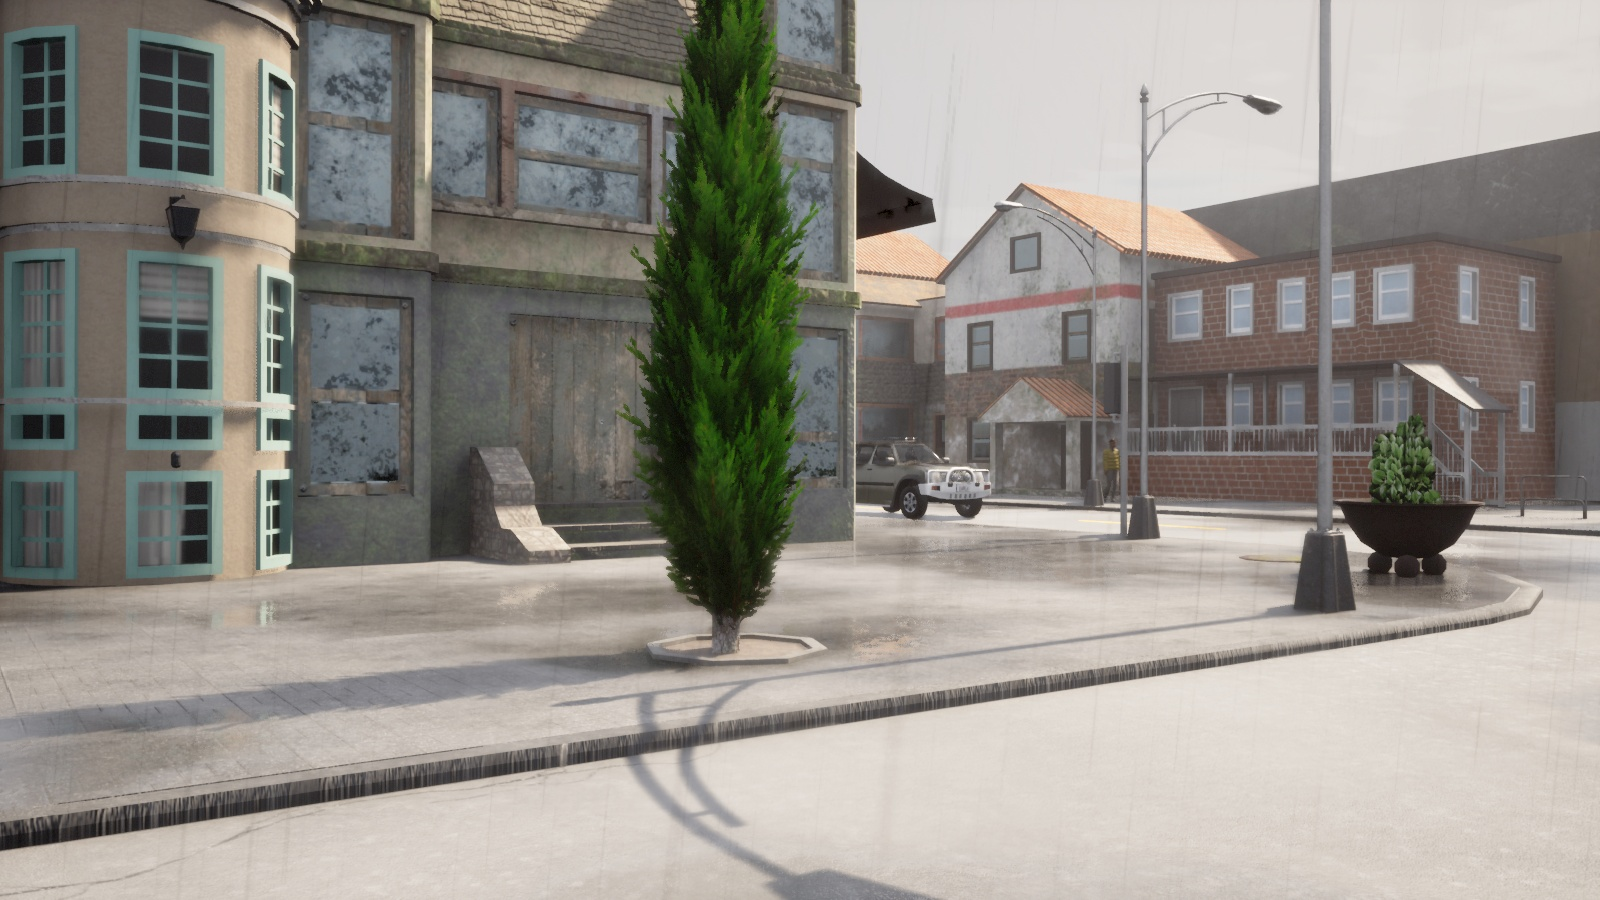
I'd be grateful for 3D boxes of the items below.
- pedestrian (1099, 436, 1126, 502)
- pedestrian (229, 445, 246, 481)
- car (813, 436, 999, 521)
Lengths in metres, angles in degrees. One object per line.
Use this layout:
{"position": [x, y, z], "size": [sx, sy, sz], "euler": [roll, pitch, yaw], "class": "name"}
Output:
{"position": [8.716, 0.522, 35.055], "size": [0.431, 1.840, 0.709], "euler": [0, 0, -15], "class": "pedestrian"}
{"position": [-29.068, 0.672, 64.899], "size": [0.634, 1.844, 0.899], "euler": [0, 0, -37], "class": "pedestrian"}
{"position": [2.406, 0.629, 29.817], "size": [1.932, 1.855, 4.605], "euler": [0, 0, -34], "class": "car"}
